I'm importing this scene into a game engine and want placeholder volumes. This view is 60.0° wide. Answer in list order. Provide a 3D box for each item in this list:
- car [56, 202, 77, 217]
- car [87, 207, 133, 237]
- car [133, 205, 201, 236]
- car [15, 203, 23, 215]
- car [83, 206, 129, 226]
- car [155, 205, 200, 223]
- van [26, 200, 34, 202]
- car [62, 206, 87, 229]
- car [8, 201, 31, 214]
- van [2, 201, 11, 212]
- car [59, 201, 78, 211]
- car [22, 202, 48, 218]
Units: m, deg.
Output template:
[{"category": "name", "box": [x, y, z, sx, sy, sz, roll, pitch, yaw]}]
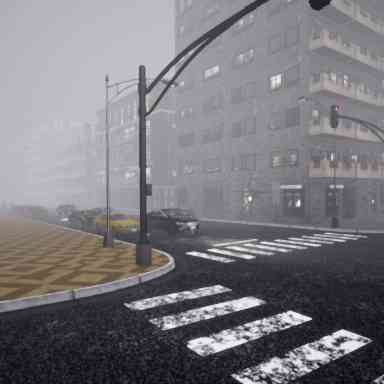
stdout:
[{"category": "car", "box": [-14.187, 2.145, 38.093, 1.837, 1.490, 4.892, -1, -1, -36]}, {"category": "car", "box": [-4.728, 1.865, 20.805, 1.752, 1.417, 4.829, -2, 0, -36]}, {"category": "car", "box": [-1.397, 1.775, 20.663, 2.128, 1.511, 4.902, -1, -1, -36]}, {"category": "car", "box": [-21.566, 2.392, 43.722, 1.802, 1.307, 4.206, -2, 0, -36]}, {"category": "car", "box": [-7.666, 2.006, 29.199, 2.033, 1.411, 5.357, -1, -1, -36]}, {"category": "car", "box": [-1.424, 1.915, 30.461, 2.008, 1.369, 4.403, -2, 0, -36]}, {"category": "van", "box": [-41.607, 2.831, 85.133, 1.690, 1.788, 3.998, -2, 0, -36]}, {"category": "car", "box": [-8.175, 2.002, 25.498, 1.947, 1.339, 4.313, -2, 0, -36]}, {"category": "car", "box": [-24.915, 2.449, 48.278, 1.887, 1.381, 4.507, -2, 0, -36]}, {"category": "van", "box": [-31.618, 2.433, 57.390, 1.690, 1.788, 3.998, -2, 0, -36]}, {"category": "car", "box": [-21.515, 2.366, 57.797, 1.967, 1.590, 4.097, -2, 0, -36]}, {"category": "car", "box": [-18.219, 2.262, 39.166, 1.887, 1.381, 4.507, -2, 0, -36]}]
